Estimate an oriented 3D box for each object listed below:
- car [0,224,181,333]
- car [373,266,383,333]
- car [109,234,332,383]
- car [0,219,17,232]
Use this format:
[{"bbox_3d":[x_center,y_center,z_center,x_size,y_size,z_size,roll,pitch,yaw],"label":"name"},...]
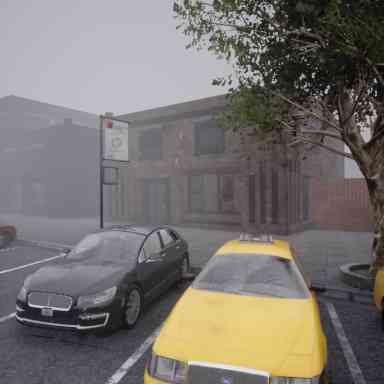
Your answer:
[{"bbox_3d":[-1.418,1.487,7.114,2.231,1.521,4.892,1,-1,16],"label":"car"},{"bbox_3d":[3.411,1.480,3.438,1.946,1.575,5.366,1,-1,16],"label":"car"},{"bbox_3d":[0.968,1.480,5.183,1.946,1.575,5.366,1,-1,16],"label":"car"},{"bbox_3d":[-8.734,1.528,12.357,2.002,1.452,4.674,1,-1,16],"label":"car"}]
